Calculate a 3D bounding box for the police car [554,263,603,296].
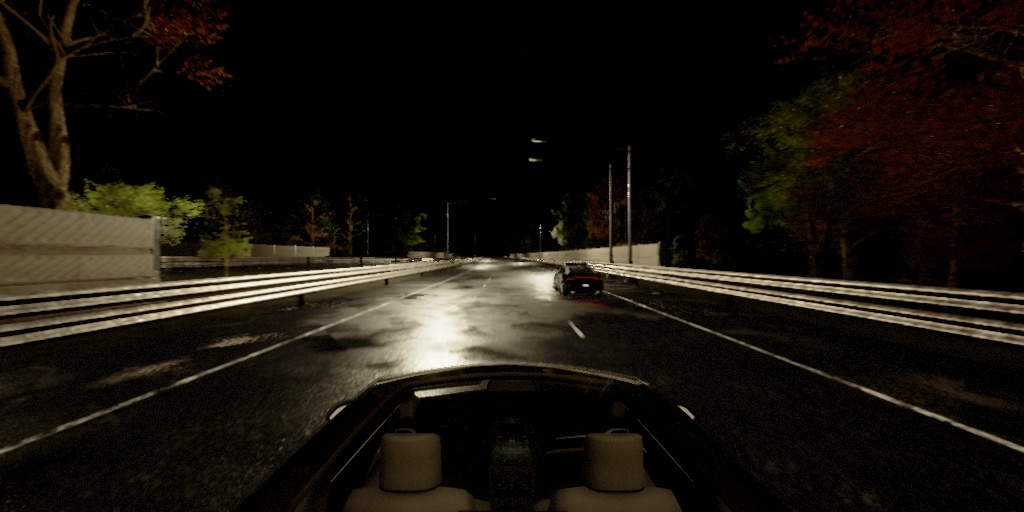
[{"bbox_3d":[3.438,1.181,19.338,1.930,1.638,5.238,0,0,0],"label":"police car"}]
